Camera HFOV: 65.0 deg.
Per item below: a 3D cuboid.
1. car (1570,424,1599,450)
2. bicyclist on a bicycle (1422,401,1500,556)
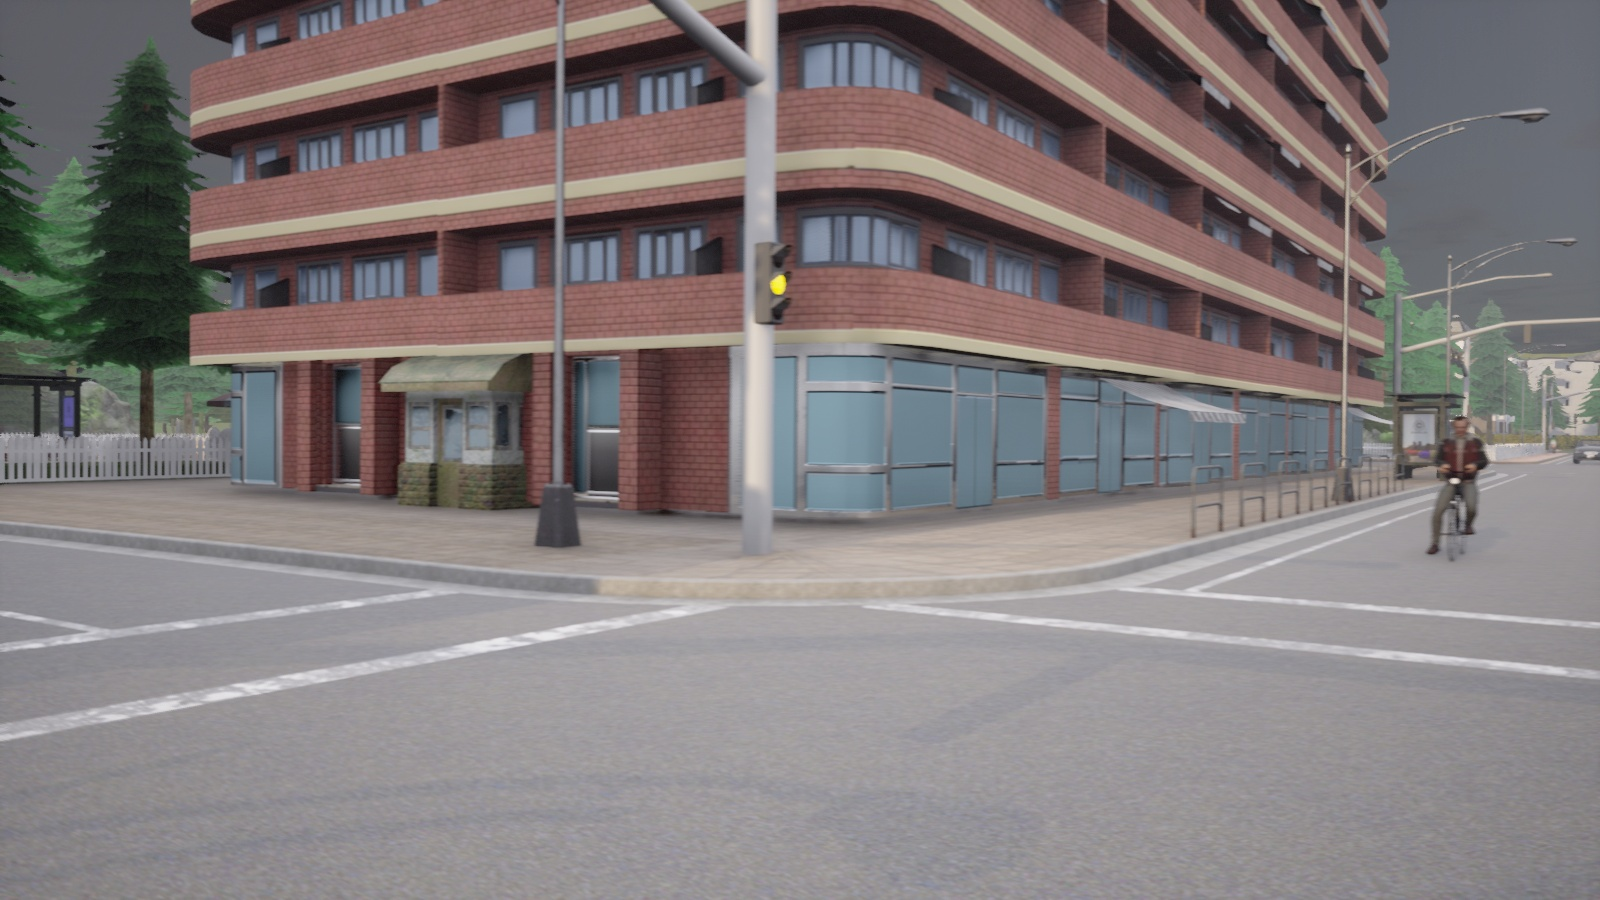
[{"bbox_3d":[48.506,-0.801,76.881,2.128,1.511,4.902,0,1,33],"label":"car"},{"bbox_3d":[8.110,0.319,15.372,0.659,1.776,1.843,0,1,33],"label":"bicyclist on a bicycle"}]
